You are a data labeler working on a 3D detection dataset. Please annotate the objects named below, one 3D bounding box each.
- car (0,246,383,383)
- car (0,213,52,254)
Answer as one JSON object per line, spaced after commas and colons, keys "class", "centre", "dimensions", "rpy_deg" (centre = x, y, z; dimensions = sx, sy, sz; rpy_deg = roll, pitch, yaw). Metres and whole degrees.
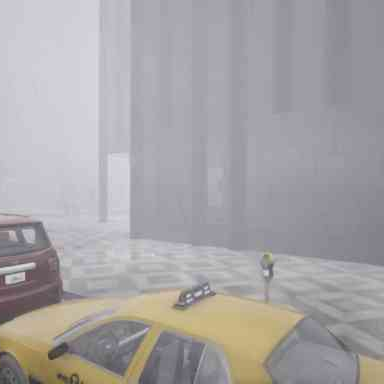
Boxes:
{"class": "car", "centre": [-0.185, 1.525, 3.093], "dimensions": [4.829, 1.417, 1.752], "rpy_deg": [0, 0, 36]}
{"class": "car", "centre": [-4.461, 1.313, 6.148], "dimensions": [5.009, 1.841, 2.192], "rpy_deg": [0, 0, 36]}
